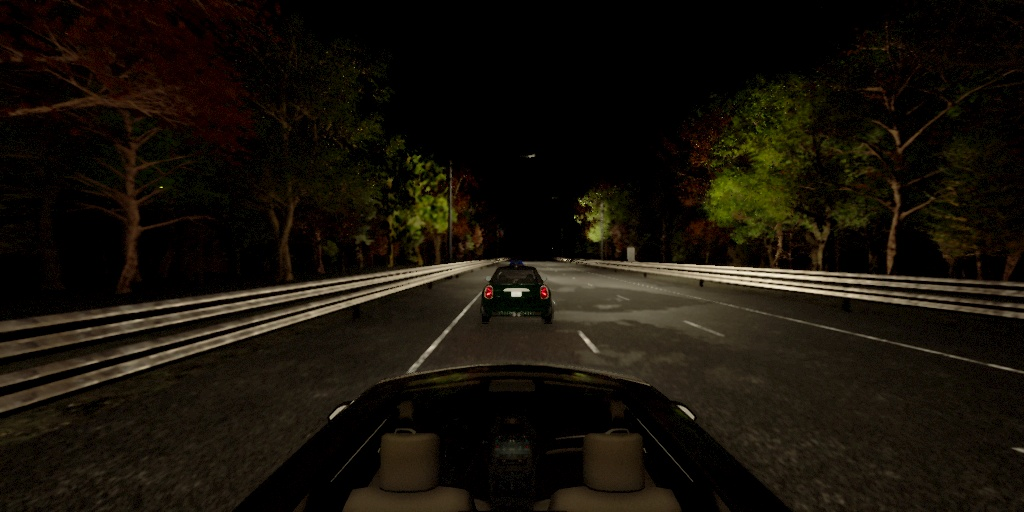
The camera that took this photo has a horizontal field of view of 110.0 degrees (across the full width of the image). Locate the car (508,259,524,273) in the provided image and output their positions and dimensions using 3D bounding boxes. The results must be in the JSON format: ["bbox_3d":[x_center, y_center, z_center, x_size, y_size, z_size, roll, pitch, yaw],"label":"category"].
[{"bbox_3d":[0.554,1.204,44.815,1.882,1.535,5.008,0,0,1],"label":"car"}]

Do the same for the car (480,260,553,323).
[{"bbox_3d":[0.137,1.097,12.216,2.097,1.767,4.553,0,0,0],"label":"car"}]
